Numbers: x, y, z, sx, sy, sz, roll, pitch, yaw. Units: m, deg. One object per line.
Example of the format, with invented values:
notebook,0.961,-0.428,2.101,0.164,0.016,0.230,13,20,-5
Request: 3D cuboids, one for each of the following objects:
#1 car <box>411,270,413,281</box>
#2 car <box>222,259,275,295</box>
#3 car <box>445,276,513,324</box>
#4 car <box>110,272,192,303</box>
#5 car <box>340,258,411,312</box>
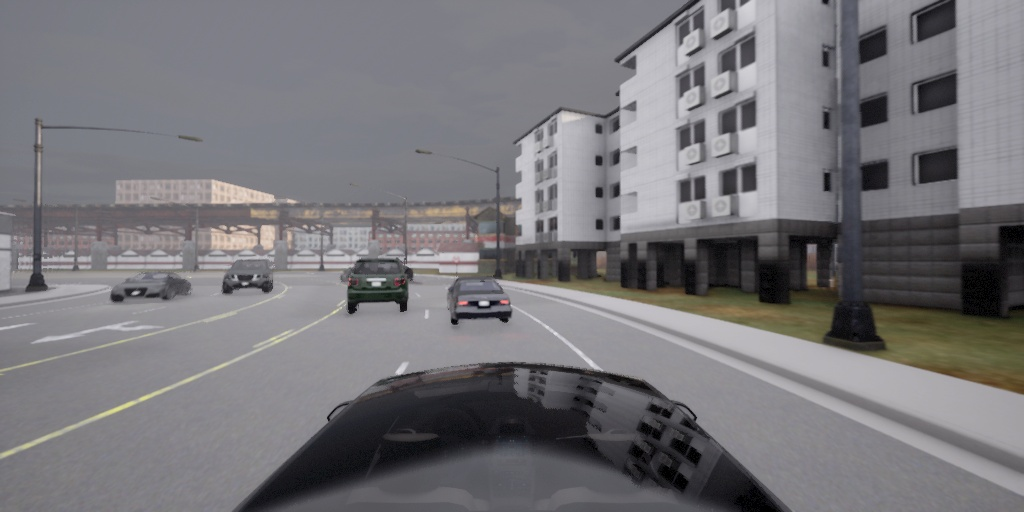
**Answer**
car,-10.788,1.546,33.298,1.882,1.535,5.008,0,-1,-36
car,-16.208,1.203,22.333,2.150,2.045,5.566,0,-1,-30
car,-1.301,1.400,12.517,2.033,1.411,5.357,0,-1,-12
car,-18.060,1.514,18.164,1.994,1.385,4.181,0,-1,-26
car,-5.558,1.111,15.278,2.150,2.045,5.566,0,-1,-16
